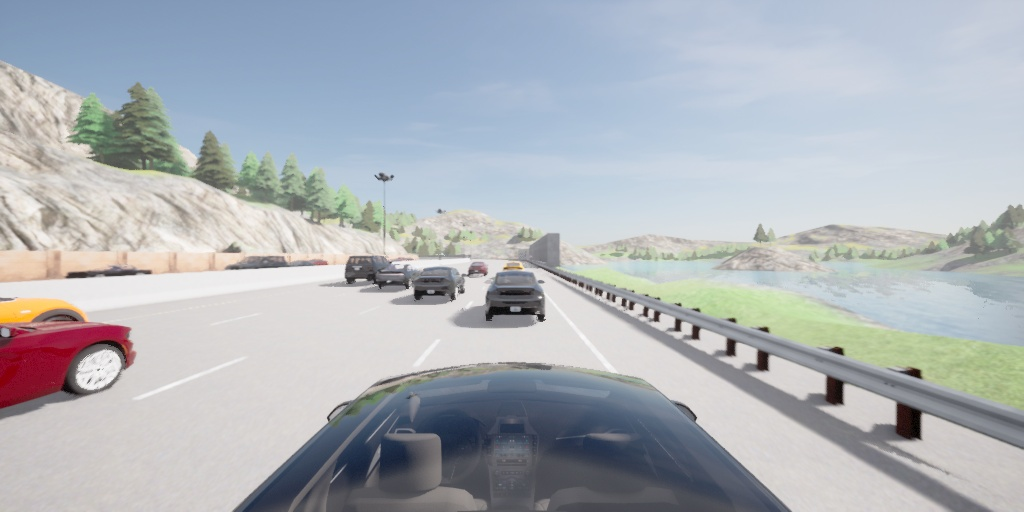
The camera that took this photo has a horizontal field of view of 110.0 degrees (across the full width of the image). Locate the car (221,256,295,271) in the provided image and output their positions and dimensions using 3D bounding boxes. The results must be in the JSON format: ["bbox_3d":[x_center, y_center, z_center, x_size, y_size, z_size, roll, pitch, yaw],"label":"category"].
[{"bbox_3d":[-21.102,0.975,29.898,2.150,2.045,5.566,0,0,0],"label":"car"}]

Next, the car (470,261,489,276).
[{"bbox_3d":[-3.403,1.277,36.579,1.812,1.442,4.674,0,0,0],"label":"car"}]

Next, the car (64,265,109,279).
[{"bbox_3d":[-10.401,1.103,5.992,2.097,1.767,4.553,0,0,0],"label":"car"}]

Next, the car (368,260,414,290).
[{"bbox_3d":[-6.902,1.243,22.568,2.128,1.511,4.902,0,0,0],"label":"car"}]

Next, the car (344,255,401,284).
[{"bbox_3d":[-10.402,0.973,26.724,2.150,2.045,5.566,0,0,0],"label":"car"}]

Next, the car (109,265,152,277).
[{"bbox_3d":[-31.599,1.353,28.276,1.895,1.301,4.718,0,0,0],"label":"car"}]

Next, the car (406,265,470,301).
[{"bbox_3d":[-3.401,1.256,17.465,1.837,1.490,4.892,0,0,0],"label":"car"}]

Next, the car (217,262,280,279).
[{"bbox_3d":[-24.601,1.300,33.771,2.033,1.411,5.357,0,0,0],"label":"car"}]

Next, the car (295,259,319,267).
[{"bbox_3d":[-28.068,1.279,47.432,1.812,1.442,4.674,0,0,0],"label":"car"}]

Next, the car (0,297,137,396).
[{"bbox_3d":[-6.900,1.228,3.585,1.882,1.535,5.008,0,0,0],"label":"car"}]

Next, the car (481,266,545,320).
[{"bbox_3d":[0.100,1.255,12.558,1.837,1.490,4.892,0,0,0],"label":"car"}]

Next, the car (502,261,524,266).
[{"bbox_3d":[0.097,1.229,32.394,1.882,1.535,5.008,0,0,0],"label":"car"}]
